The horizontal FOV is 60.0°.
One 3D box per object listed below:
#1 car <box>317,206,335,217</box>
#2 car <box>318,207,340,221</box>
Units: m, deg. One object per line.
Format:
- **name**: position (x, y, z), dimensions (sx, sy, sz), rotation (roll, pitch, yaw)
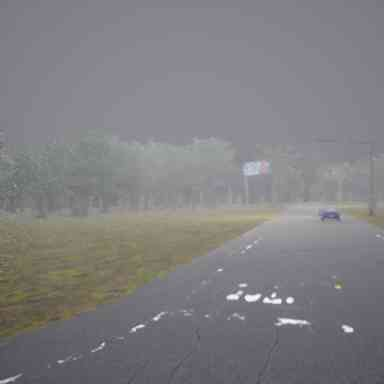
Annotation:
- **car**: position (19.455, 2.818, 48.483), dimensions (2.033, 1.411, 5.357), rotation (-2, -2, 19)
- **car**: position (16.041, 2.520, 38.644), dimensions (1.882, 1.535, 5.008), rotation (-2, -2, 19)
